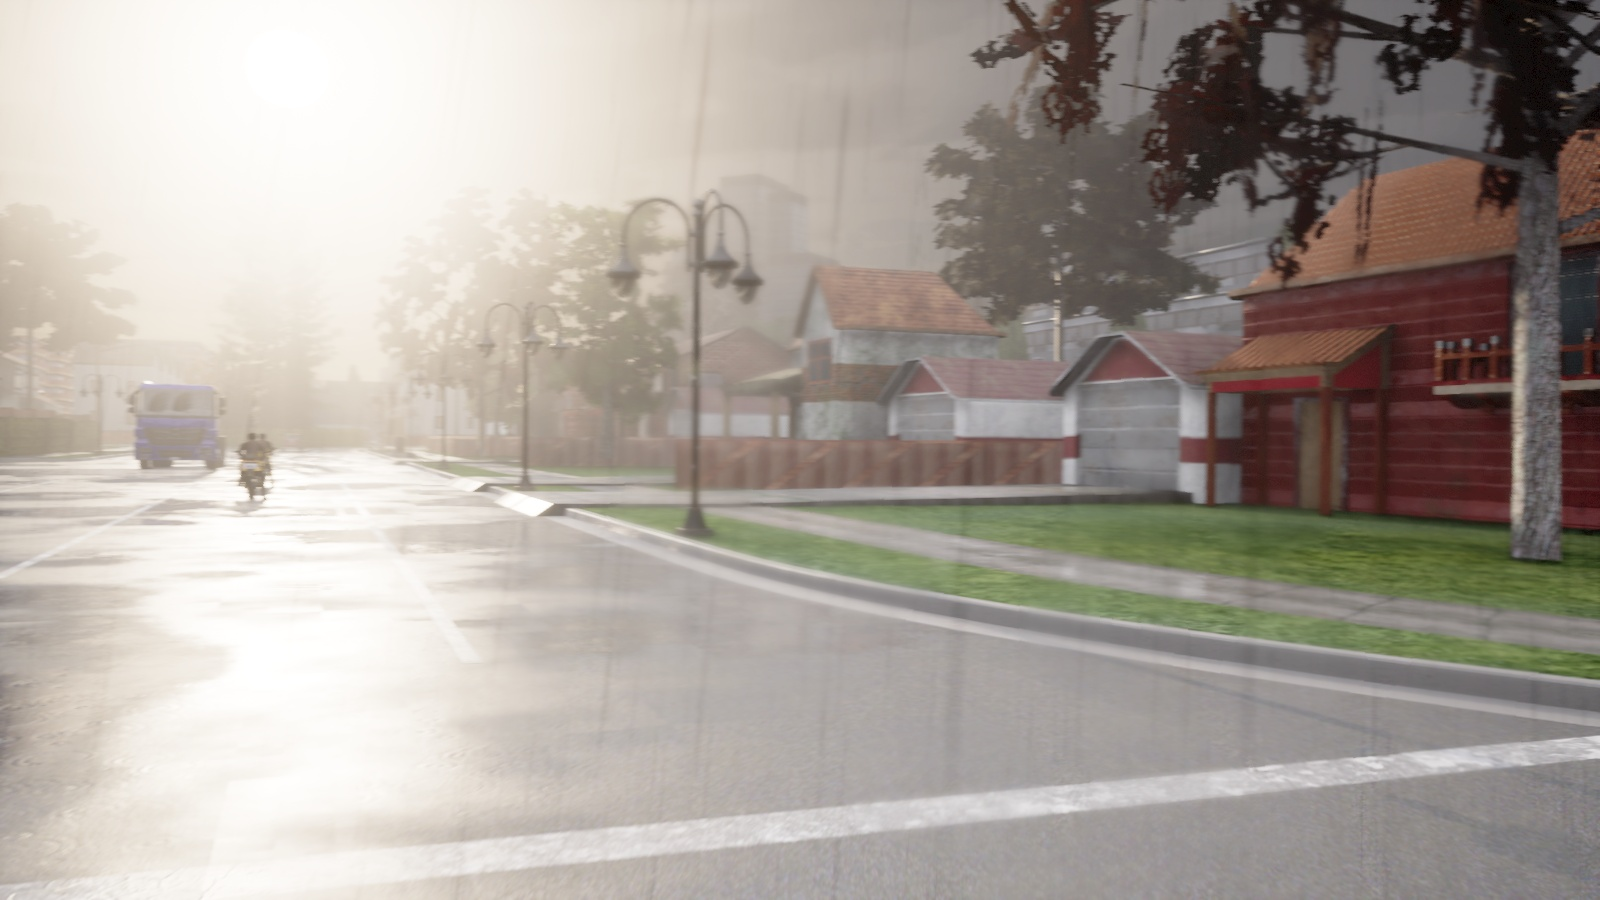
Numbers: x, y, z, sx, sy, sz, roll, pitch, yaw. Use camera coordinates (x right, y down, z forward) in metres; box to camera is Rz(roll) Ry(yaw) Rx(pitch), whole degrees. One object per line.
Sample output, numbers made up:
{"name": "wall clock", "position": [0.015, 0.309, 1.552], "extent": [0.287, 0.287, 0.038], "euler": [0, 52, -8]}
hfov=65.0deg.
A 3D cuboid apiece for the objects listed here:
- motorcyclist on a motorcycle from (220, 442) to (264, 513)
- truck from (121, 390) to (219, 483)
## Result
{"name": "motorcyclist on a motorcycle", "position": [-12.510, 0.583, 28.197], "extent": [0.797, 1.523, 2.044], "euler": [-1, 1, -22]}
{"name": "truck", "position": [-25.502, -0.532, 51.189], "extent": [2.891, 3.462, 7.936], "euler": [0, 0, -22]}
